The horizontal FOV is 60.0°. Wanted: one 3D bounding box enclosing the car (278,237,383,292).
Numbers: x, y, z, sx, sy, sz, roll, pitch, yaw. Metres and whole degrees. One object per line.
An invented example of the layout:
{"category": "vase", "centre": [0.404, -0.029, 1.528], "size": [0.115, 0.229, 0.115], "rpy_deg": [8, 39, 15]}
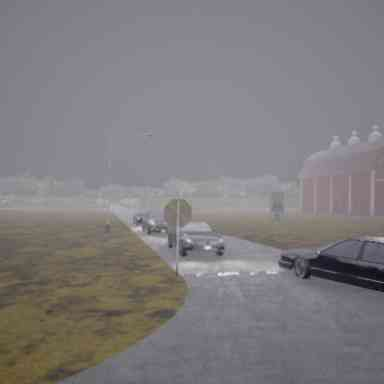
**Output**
{"category": "car", "centre": [4.911, 1.939, 9.067], "size": [2.033, 1.411, 5.357], "rpy_deg": [2, -2, -32]}

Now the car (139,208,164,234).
{"category": "car", "centre": [-2.548, 2.239, 25.520], "size": [2.097, 1.767, 4.553], "rpy_deg": [2, -2, -15]}

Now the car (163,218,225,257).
{"category": "car", "centre": [0.049, 2.075, 15.753], "size": [1.812, 1.442, 4.674], "rpy_deg": [2, -2, -15]}

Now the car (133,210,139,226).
{"category": "car", "centre": [-5.155, 2.825, 35.324], "size": [1.895, 1.301, 4.718], "rpy_deg": [2, -2, -15]}

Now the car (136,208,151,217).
{"category": "car", "centre": [-8.995, 3.687, 61.160], "size": [2.033, 1.411, 5.357], "rpy_deg": [2, -2, -15]}

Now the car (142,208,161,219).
{"category": "car", "centre": [-6.175, 3.288, 50.578], "size": [2.128, 1.511, 4.902], "rpy_deg": [2, -2, -15]}
